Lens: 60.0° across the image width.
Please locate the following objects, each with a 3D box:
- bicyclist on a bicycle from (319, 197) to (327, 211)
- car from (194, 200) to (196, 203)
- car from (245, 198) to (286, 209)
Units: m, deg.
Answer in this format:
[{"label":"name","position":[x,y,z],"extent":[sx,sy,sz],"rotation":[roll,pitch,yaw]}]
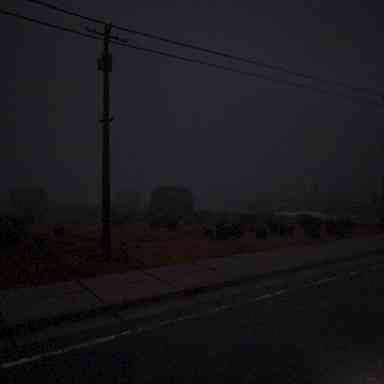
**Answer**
[{"label":"bicyclist on a bicycle","position":[15.083,1.406,38.127],"extent":[1.656,1.620,0.582],"rotation":[0,0,-33]},{"label":"car","position":[-1.307,1.550,57.388],"extent":[1.895,1.301,4.718],"rotation":[0,0,-32]},{"label":"car","position":[7.933,1.429,36.133],"extent":[1.882,1.535,5.008],"rotation":[0,0,-33]}]
